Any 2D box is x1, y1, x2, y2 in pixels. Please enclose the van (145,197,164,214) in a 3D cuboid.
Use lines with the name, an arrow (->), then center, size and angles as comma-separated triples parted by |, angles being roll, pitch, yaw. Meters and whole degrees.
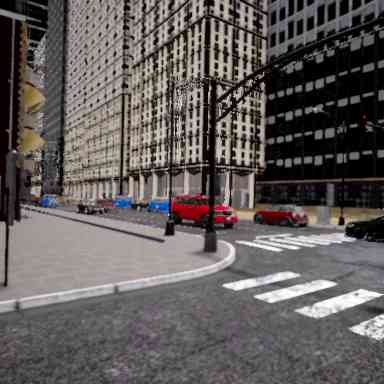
van -> -3.400, 1.513, 38.223 | 1.690, 1.788, 3.998 | 2, -1, -35

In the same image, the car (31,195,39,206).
car -> -23.320, 1.503, 51.789 | 1.802, 1.307, 4.206 | 2, -1, -35

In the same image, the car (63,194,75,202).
car -> -18.922, 1.007, 50.267 | 2.097, 1.767, 4.553 | 2, -1, -35

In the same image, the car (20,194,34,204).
car -> -29.856, 1.225, 61.003 | 2.192, 1.841, 5.009 | 2, -1, -35

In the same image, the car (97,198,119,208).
car -> -13.219, 1.717, 52.035 | 1.947, 1.339, 4.313 | 2, -1, -35

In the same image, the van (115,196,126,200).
van -> -9.942, 1.499, 47.434 | 1.690, 1.788, 3.998 | 2, -1, -35

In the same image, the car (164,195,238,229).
car -> 0.654, 1.261, 22.520 | 2.150, 2.045, 5.566 | 2, -1, -35

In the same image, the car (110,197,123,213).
car -> -9.751, 1.540, 37.171 | 1.812, 1.442, 4.674 | 2, -1, -35

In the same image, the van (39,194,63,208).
van -> -20.043, 1.269, 47.187 | 1.690, 1.788, 3.998 | 2, -1, -35

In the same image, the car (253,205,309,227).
car -> 6.411, 1.638, 24.407 | 1.967, 1.590, 4.097 | 2, -1, -35

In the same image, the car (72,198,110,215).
car -> -10.235, 1.500, 33.369 | 2.008, 1.369, 4.403 | 2, -1, -35

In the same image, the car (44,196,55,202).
car -> -36.117, 1.697, 84.270 | 1.802, 1.307, 4.206 | 2, -1, -35

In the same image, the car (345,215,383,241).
car -> 9.795, 1.704, 16.247 | 4.181, 1.385, 1.994 | 0, 0, 32

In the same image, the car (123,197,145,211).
car -> -6.676, 1.715, 42.826 | 2.008, 1.369, 4.403 | 2, -1, -35
